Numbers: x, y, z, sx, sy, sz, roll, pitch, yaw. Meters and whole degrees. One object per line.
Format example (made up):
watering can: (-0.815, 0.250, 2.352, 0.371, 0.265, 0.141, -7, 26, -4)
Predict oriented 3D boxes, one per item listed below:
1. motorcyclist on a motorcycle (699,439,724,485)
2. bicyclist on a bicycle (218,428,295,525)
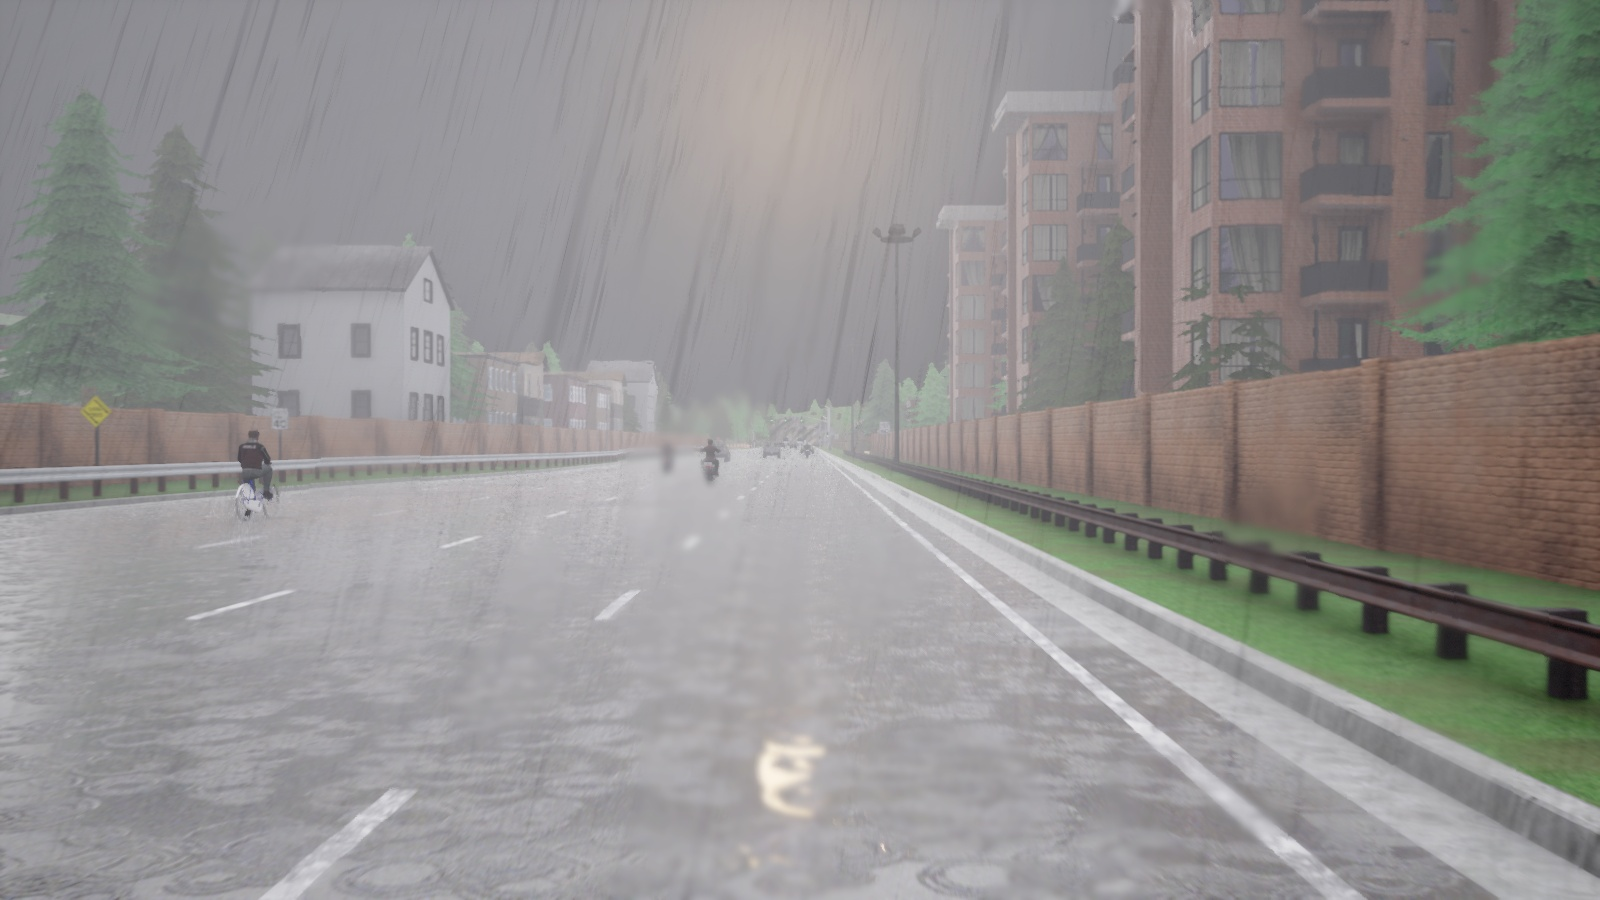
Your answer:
motorcyclist on a motorcycle: (-3.224, 0.436, 45.924, 0.766, 1.649, 2.350, 0, 0, 0)
bicyclist on a bicycle: (-10.349, 0.474, 23.993, 0.659, 1.776, 1.843, 0, 1, 0)
